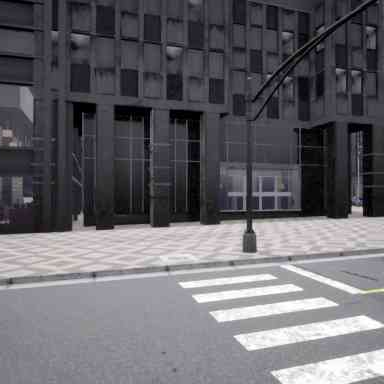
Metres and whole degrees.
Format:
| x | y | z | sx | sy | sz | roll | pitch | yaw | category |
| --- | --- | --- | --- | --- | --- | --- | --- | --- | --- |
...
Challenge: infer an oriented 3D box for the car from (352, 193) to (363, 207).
| x | y | z | sx | sy | sz | roll | pitch | yaw | category |
| --- | --- | --- | --- | --- | --- | --- | --- | --- | --- |
| 20.727 | 1.222 | 44.035 | 1.837 | 1.490 | 4.892 | 0 | 0 | -17 | car |
